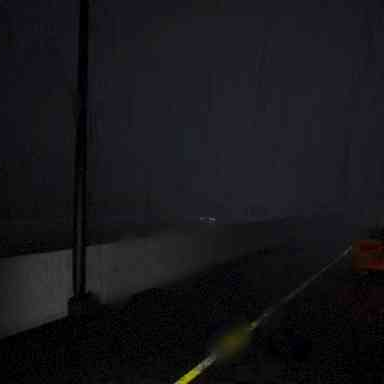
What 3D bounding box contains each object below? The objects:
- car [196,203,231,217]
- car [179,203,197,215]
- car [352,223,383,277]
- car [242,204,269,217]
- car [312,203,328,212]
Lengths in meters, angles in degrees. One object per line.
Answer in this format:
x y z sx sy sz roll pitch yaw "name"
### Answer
2.682 2.024 37.142 1.994 1.385 4.181 1 -1 33 "car"
0.567 2.006 40.317 2.033 1.411 5.357 1 -1 32 "car"
6.289 1.703 10.328 1.882 1.535 5.008 1 -1 33 "car"
7.221 2.110 37.767 1.994 1.385 4.181 1 -1 32 "car"
20.288 2.483 52.514 2.033 1.411 5.357 1 -1 30 "car"
